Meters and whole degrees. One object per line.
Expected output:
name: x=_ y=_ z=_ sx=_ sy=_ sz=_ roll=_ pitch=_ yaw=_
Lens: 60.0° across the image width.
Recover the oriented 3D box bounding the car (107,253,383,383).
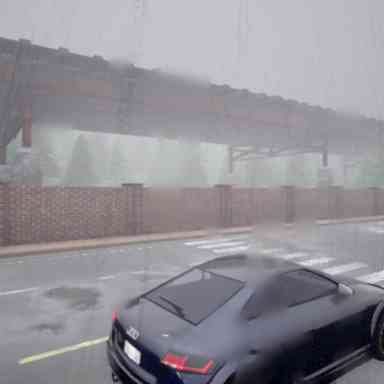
car: x=1.039 y=1.559 z=4.484 sx=4.181 sy=1.385 sz=1.994 roll=0 pitch=0 yaw=-36
